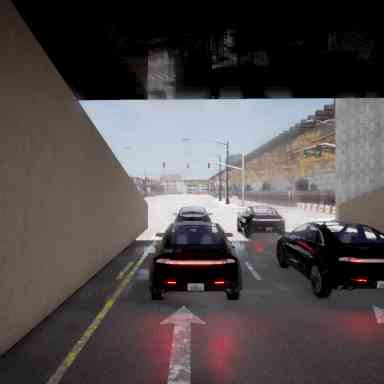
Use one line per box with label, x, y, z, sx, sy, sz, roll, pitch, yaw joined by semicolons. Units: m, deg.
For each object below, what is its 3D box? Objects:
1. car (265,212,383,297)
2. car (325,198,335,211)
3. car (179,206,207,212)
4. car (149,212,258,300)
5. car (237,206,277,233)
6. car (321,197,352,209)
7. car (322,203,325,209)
car;3.561;1.492;8.557;2.128;1.511;4.902;0;0;0
car;17.320;1.453;35.476;2.038;1.542;4.974;0;0;-35
car;0.043;1.505;17.515;1.837;1.490;4.892;0;0;0
car;0.064;1.492;8.395;2.128;1.511;4.902;0;0;0
car;3.541;1.491;17.690;2.128;1.511;4.902;0;0;0
car;17.446;1.295;40.120;1.853;1.218;4.536;0;0;45
car;17.410;1.453;40.083;2.038;1.542;4.974;0;0;45
